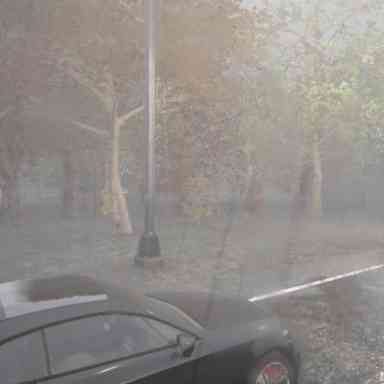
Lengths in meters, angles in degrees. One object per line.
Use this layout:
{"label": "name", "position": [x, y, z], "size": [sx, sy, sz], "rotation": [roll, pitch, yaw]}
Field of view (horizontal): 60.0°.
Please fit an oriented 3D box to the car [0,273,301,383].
{"label": "car", "position": [-1.015, 1.525, 3.021], "size": [4.674, 1.442, 1.812], "rotation": [0, 0, -36]}
